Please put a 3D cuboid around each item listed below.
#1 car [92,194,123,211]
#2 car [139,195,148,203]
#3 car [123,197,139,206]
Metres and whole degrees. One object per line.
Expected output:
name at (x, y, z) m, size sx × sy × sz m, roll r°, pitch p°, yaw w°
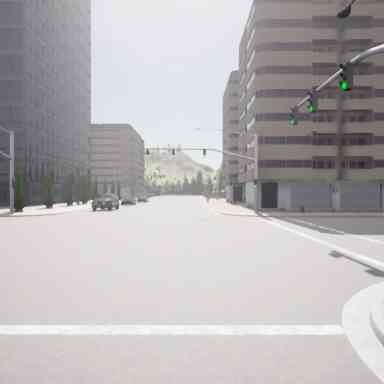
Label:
car at (-10.503, 1.219, 40.883) m, size 2.150 × 2.045 × 5.566 m, roll 0°, pitch 0°, yaw 2°
car at (-10.387, 1.470, 70.087) m, size 1.882 × 1.535 × 5.008 m, roll 0°, pitch 0°, yaw 0°
car at (-10.497, 1.596, 55.076) m, size 1.895 × 1.301 × 4.718 m, roll 0°, pitch 0°, yaw 0°
